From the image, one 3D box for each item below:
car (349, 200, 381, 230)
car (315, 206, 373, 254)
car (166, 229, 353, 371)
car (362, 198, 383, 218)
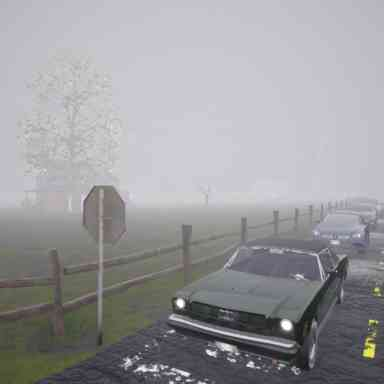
[{"bbox_3d":[10.933,1.509,21.536,1.837,1.490,4.892,0,0,31],"label":"car"},{"bbox_3d":[6.280,1.529,13.816,1.812,1.442,4.674,0,0,31],"label":"car"},{"bbox_3d":[1.559,1.602,5.991,1.895,1.301,4.718,0,0,31],"label":"car"},{"bbox_3d":[16.027,1.357,29.951,2.097,1.767,4.553,0,0,31],"label":"car"}]
